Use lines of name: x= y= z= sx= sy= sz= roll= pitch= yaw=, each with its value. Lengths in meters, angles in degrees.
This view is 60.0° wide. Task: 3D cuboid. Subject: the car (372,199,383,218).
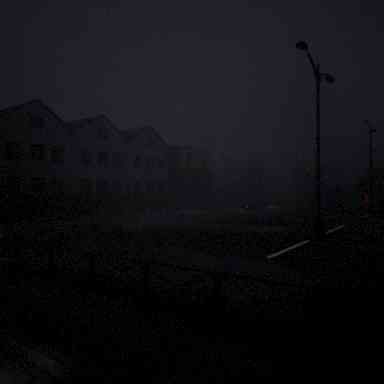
car: x=15.678 y=1.312 z=26.631 sx=2.007 sy=1.523 sz=4.514 roll=0 pitch=0 yaw=35

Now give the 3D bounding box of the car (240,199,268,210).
car: x=7.892 y=1.500 z=42.095 sx=1.895 sy=1.301 sz=4.718 roll=0 pitch=0 yaw=36
